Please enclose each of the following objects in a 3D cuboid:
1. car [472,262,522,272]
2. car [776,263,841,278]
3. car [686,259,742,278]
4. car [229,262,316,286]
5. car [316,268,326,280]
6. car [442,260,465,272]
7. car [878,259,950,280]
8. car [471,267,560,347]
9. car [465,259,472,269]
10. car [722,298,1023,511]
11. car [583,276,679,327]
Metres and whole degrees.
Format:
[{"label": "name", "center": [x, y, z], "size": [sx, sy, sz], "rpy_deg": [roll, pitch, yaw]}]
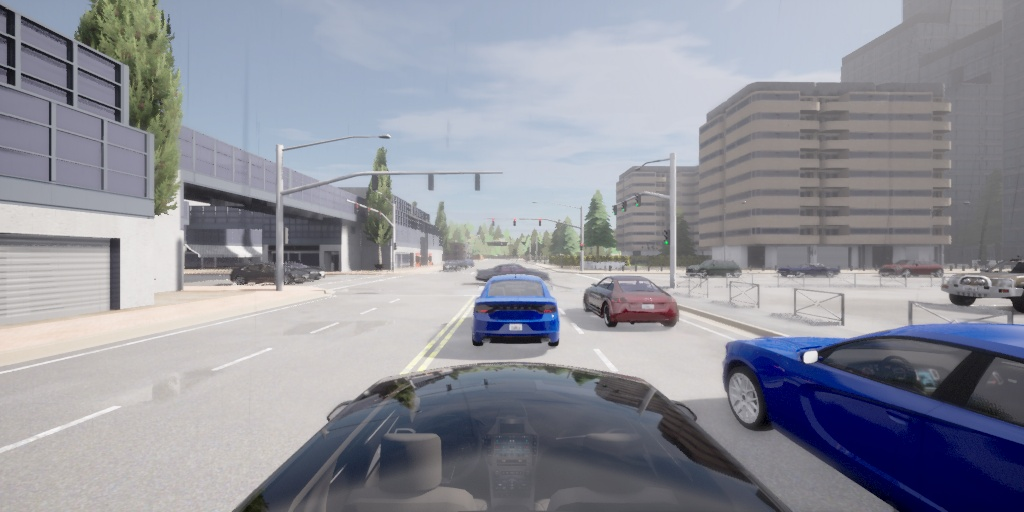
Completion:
[{"label": "car", "center": [0.052, 1.297, 25.527], "size": [5.357, 1.411, 2.033], "rpy_deg": [0, 0, -4]}, {"label": "car", "center": [27.671, 1.351, 33.562], "size": [4.718, 1.301, 1.895], "rpy_deg": [0, 0, -1]}, {"label": "car", "center": [18.684, 1.102, 33.376], "size": [4.553, 1.767, 2.097], "rpy_deg": [0, 0, -1]}, {"label": "car", "center": [-16.651, 1.255, 24.762], "size": [4.892, 1.490, 1.837], "rpy_deg": [0, 0, -1]}, {"label": "car", "center": [-17.371, 1.242, 28.256], "size": [4.902, 1.511, 2.128], "rpy_deg": [0, 0, -1]}, {"label": "car", "center": [-7.851, 1.241, 46.801], "size": [2.128, 1.511, 4.902], "rpy_deg": [0, 0, 0]}, {"label": "car", "center": [37.467, 1.102, 33.749], "size": [4.553, 1.767, 2.097], "rpy_deg": [0, 0, -1]}, {"label": "car", "center": [0.093, 1.228, 9.408], "size": [1.882, 1.535, 5.008], "rpy_deg": [0, 0, 0]}, {"label": "car", "center": [-7.991, 1.314, 56.761], "size": [1.994, 1.385, 4.181], "rpy_deg": [0, 0, -1]}, {"label": "car", "center": [3.603, 1.228, 2.557], "size": [1.882, 1.535, 5.008], "rpy_deg": [0, 0, 0]}, {"label": "car", "center": [3.602, 1.314, 11.541], "size": [1.994, 1.385, 4.181], "rpy_deg": [0, 0, 0]}]
